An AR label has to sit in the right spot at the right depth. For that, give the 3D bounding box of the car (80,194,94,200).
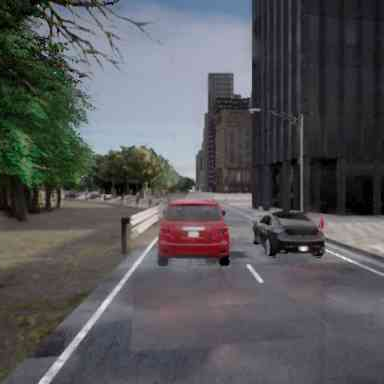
[{"bbox_3d":[-26.901,1.244,85.033,4.892,1.490,1.837,1,1,44],"label":"car"}]

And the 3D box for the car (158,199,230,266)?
[{"bbox_3d":[0.064,1.256,11.872,2.150,2.045,5.566,0,0,0],"label":"car"}]

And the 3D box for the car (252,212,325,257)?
[{"bbox_3d":[3.571,1.542,13.018,1.837,1.490,4.892,0,0,0],"label":"car"}]
